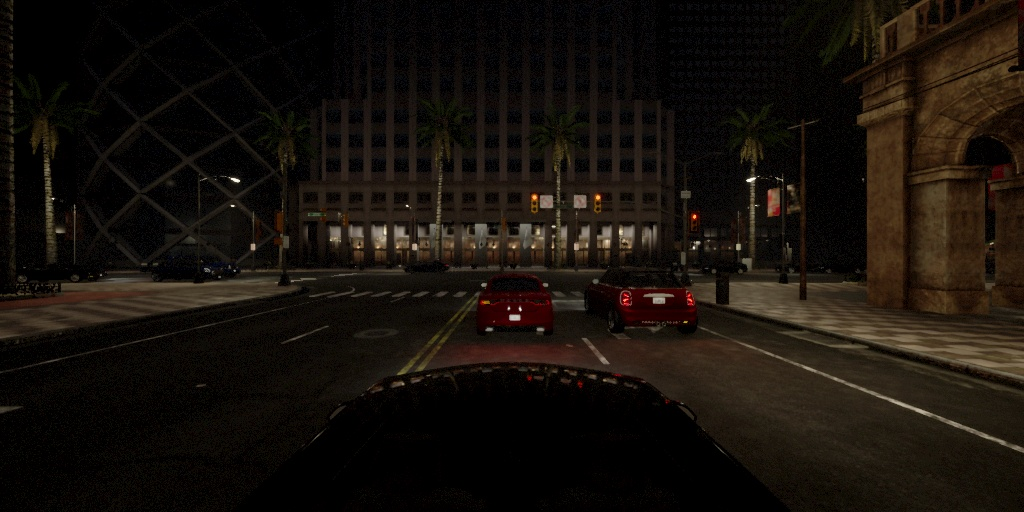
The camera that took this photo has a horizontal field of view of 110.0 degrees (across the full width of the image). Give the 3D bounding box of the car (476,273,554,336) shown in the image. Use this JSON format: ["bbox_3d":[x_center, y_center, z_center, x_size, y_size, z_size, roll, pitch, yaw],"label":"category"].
[{"bbox_3d":[0.081,1.228,10.494,1.882,1.535,5.008,0,0,0],"label":"car"}]

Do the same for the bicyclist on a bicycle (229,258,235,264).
[{"bbox_3d":[-35.747,1.050,45.753,0.582,1.620,1.656,0,0,-12],"label":"bicyclist on a bicycle"}]

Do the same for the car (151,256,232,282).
[{"bbox_3d":[-25.627,1.102,28.553,4.553,1.767,2.097,0,0,-3],"label":"car"}]

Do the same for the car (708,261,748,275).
[{"bbox_3d":[23.173,1.255,39.418,4.892,1.490,1.837,0,0,0],"label":"car"}]

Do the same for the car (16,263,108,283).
[{"bbox_3d":[-34.420,1.255,27.227,4.892,1.490,1.837,0,0,-19],"label":"car"}]

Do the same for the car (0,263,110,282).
[{"bbox_3d":[-37.670,1.297,29.810,5.357,1.411,2.033,0,0,-22],"label":"car"}]

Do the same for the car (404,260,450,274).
[{"bbox_3d":[-9.358,1.241,39.518,4.902,1.511,2.128,0,0,0],"label":"car"}]

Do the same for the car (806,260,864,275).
[{"bbox_3d":[35.575,1.228,39.377,5.008,1.535,1.882,0,0,0],"label":"car"}]

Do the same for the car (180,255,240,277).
[{"bbox_3d":[-27.667,0.971,32.048,5.566,2.045,2.150,0,0,-3],"label":"car"}]

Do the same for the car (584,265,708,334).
[{"bbox_3d":[3.582,1.102,10.835,2.097,1.767,4.553,0,0,0],"label":"car"}]
